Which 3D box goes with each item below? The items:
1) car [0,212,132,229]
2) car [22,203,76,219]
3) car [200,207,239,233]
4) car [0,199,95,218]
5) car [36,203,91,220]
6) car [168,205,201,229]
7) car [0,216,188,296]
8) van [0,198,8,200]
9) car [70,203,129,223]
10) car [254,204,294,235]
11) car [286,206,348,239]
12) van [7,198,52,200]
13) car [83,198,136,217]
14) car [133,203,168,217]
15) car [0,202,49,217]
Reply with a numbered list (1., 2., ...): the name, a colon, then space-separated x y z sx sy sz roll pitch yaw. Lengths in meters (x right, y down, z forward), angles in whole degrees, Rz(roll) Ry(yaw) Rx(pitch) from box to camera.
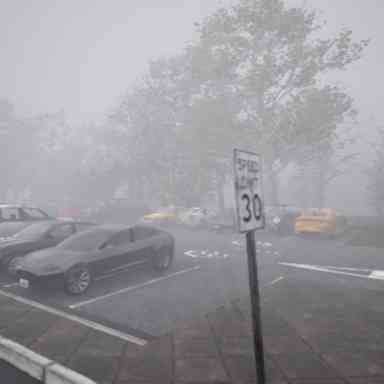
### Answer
1. car: -4.718 1.707 11.333 2.097 1.535 5.008 -1 0 36
2. car: -14.923 1.916 34.955 2.163 1.488 4.792 -1 -1 36
3. car: 2.960 1.728 21.880 2.163 1.488 4.792 -1 0 36
4. car: -6.951 1.477 12.985 2.435 2.045 5.566 -1 0 36
5. car: -12.788 1.885 33.403 2.163 1.488 4.792 -1 0 36
6. car: 0.735 1.760 23.530 2.002 1.452 4.674 -1 0 36
7. car: -2.493 1.715 9.672 2.163 1.488 4.792 -1 0 36
8. van: -21.593 1.787 39.913 1.878 1.987 4.442 -1 -1 36
9. car: -8.240 1.833 30.025 2.163 1.488 4.792 -1 0 36
10. car: 5.134 1.553 20.374 2.185 1.767 4.553 -1 0 36
11. car: 7.355 1.658 18.714 2.097 1.535 5.008 -1 0 36
12. van: -17.232 1.699 36.464 1.878 1.987 4.442 -1 -1 36
13. car: -5.969 1.531 28.444 2.435 2.045 5.566 -1 0 36
14. car: -1.613 1.738 25.012 1.946 1.575 5.366 -1 0 36
15. car: -19.416 1.968 38.192 2.097 1.535 5.008 -1 -1 36
